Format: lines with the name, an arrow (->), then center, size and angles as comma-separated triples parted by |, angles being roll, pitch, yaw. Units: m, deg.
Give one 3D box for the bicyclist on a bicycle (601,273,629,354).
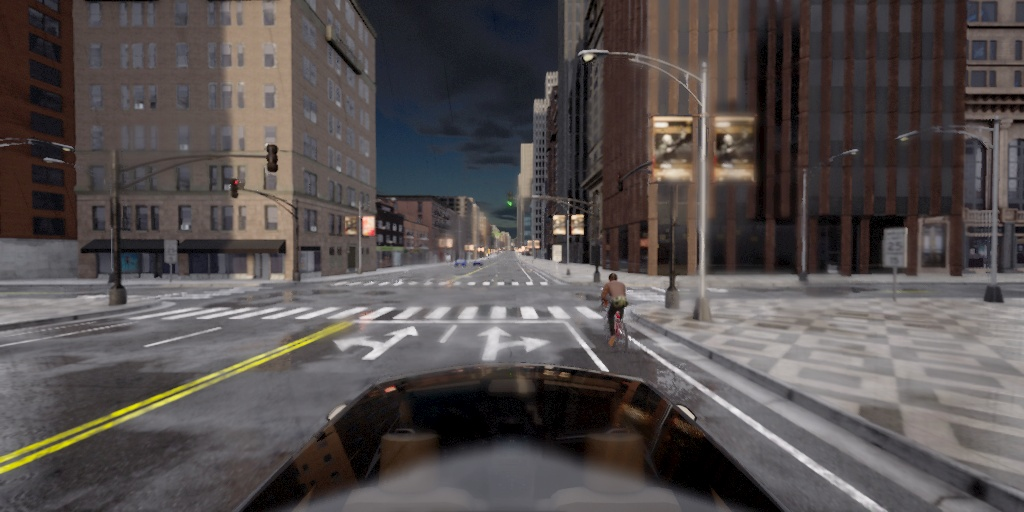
bicyclist on a bicycle -> 2.250, 1.208, 7.844 | 0.582, 1.620, 1.656 | 0, 0, 0
